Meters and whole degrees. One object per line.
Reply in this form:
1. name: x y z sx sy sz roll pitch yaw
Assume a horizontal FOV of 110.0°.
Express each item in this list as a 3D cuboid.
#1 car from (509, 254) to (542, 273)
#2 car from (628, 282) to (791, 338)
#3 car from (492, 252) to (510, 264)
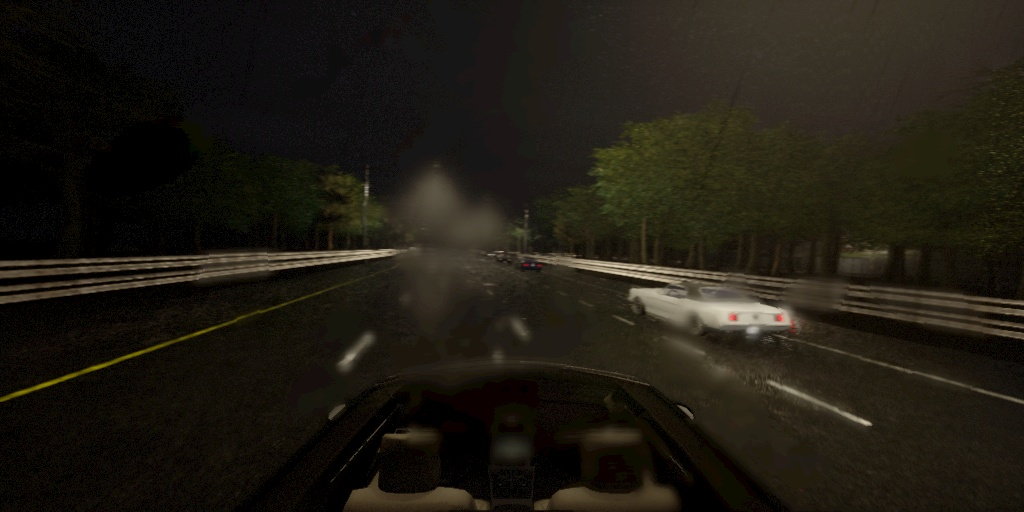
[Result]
1. car: 1.448 0.816 34.274 2.033 1.411 5.357 2 1 -9
2. car: 5.339 1.428 10.617 1.895 1.301 4.718 2 1 -9
3. car: -1.322 0.472 51.090 1.895 1.301 4.718 2 1 -9
